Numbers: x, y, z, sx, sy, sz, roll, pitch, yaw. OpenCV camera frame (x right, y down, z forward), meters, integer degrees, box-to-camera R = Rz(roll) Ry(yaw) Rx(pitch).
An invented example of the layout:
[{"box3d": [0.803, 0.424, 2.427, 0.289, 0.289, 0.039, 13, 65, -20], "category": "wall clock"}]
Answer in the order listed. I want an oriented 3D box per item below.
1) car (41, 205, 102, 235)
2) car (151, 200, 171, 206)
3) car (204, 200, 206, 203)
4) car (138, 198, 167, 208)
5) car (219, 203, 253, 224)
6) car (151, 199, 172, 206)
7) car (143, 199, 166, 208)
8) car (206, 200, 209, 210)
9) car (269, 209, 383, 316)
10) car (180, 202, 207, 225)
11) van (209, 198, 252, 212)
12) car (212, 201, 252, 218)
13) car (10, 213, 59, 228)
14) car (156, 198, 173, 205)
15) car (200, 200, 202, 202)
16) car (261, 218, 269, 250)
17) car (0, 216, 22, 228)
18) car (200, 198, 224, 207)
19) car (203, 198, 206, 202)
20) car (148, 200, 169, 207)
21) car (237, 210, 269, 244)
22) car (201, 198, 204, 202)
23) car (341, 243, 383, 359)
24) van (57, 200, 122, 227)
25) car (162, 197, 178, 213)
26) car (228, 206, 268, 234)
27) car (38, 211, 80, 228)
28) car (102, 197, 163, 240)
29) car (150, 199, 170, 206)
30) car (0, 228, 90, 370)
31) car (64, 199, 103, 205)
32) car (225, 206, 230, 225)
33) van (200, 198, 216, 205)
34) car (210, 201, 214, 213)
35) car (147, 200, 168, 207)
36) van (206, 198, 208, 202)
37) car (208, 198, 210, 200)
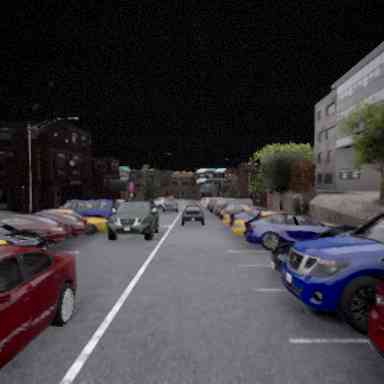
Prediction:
[{"box3d": [-7.516, 1.740, 20.185, 5.366, 1.575, 1.946, 0, -1, 0], "category": "car"}, {"box3d": [-7.776, 2.683, 83.579, 4.892, 1.521, 2.231, 0, -1, 0], "category": "car"}, {"box3d": [4.623, 2.230, 51.075, 4.792, 1.488, 2.163, 0, -1, 0], "category": "car"}, {"box3d": [-7.779, 2.171, 66.080, 5.566, 2.045, 2.435, 0, -1, 0], "category": "car"}, {"box3d": [4.810, 1.784, 23.140, 5.366, 1.575, 1.946, 0, -1, 0], "category": "car"}, {"box3d": [-7.958, 2.724, 86.641, 5.366, 1.575, 1.946, 0, -1, 0], "category": "car"}, {"box3d": [-7.723, 2.339, 68.891, 4.553, 1.767, 2.185, 0, -1, 0], "category": "car"}, {"box3d": [4.602, 2.036, 40.025, 5.008, 1.535, 2.097, 0, -1, 0], "category": "car"}, {"box3d": [4.615, 1.287, 6.384, 5.566, 2.045, 2.435, 0, -1, 0], "category": "car"}, {"box3d": [0.071, 1.884, 27.939, 1.837, 1.490, 4.892, 0, -1, 0], "category": "car"}, {"box3d": [4.493, 1.767, 37.110, 4.442, 1.987, 1.878, 0, -1, 0], "category": "van"}, {"box3d": [4.610, 1.912, 31.520, 4.892, 1.521, 2.231, 0, -1, 0], "category": "car"}, {"box3d": [-7.664, 1.649, 11.812, 4.792, 1.488, 2.163, 0, -1, 0], "category": "car"}, {"box3d": [-7.749, 2.684, 92.524, 4.553, 1.767, 2.185, 0, -1, 0], "category": "car"}, {"box3d": [0.026, 2.120, 44.133, 1.837, 1.490, 4.892, 0, -1, 0], "category": "car"}, {"box3d": [4.611, 1.609, 9.173, 4.792, 1.488, 2.163, 0, -1, 0], "category": "car"}, {"box3d": [-7.875, 1.575, 9.021, 5.366, 1.575, 1.946, 0, -1, 0], "category": "car"}, {"box3d": [4.540, 2.321, 76.217, 5.566, 2.045, 2.435, 0, -1, 0], "category": "car"}, {"box3d": [4.561, 2.116, 53.868, 4.553, 1.767, 2.185, 0, -1, 0], "category": "car"}, {"box3d": [-7.793, 2.626, 77.828, 4.792, 1.488, 2.163, 0, -1, 0], "category": "car"}, {"box3d": [4.664, 1.692, 14.760, 4.792, 1.488, 2.163, 0, -1, 0], "category": "car"}, {"box3d": [4.617, 2.031, 56.665, 5.566, 2.045, 2.435, 0, -1, 0], "category": "car"}, {"box3d": [4.645, 1.502, 3.646, 5.008, 1.535, 2.097, 0, -1, 0], "category": "car"}, {"box3d": [-7.824, 1.598, 25.644, 4.442, 1.987, 1.878, 0, -1, 0], "category": "van"}, {"box3d": [-3.087, 2.027, 48.102, 2.097, 1.767, 4.553, 0, -1, 0], "category": "car"}, {"box3d": [4.817, 1.701, 17.554, 5.366, 1.575, 1.946, 0, -1, 0], "category": "car"}, {"box3d": [-7.693, 1.701, 14.601, 4.674, 1.452, 2.002, 0, -1, 0], "category": "car"}, {"box3d": [-3.098, 1.465, 18.665, 2.150, 2.045, 5.566, 0, -1, 0], "category": "car"}, {"box3d": [-7.798, 2.514, 80.768, 4.553, 1.767, 2.185, 0, -1, 0], "category": "car"}, {"box3d": [-3.102, 1.510, 4.358, 1.882, 1.535, 5.008, 0, -1, 0], "category": "car"}, {"box3d": [-7.733, 1.532, 22.853, 5.566, 2.045, 2.435, 0, -1, 0], "category": "car"}, {"box3d": [4.657, 1.775, 20.347, 4.792, 1.488, 2.163, 0, -1, 0], "category": "car"}, {"box3d": [4.433, 2.588, 92.974, 4.442, 1.987, 1.878, 0, 0, 0], "category": "van"}, {"box3d": [4.619, 1.953, 34.314, 4.892, 1.521, 2.231, 0, -1, 0], "category": "car"}, {"box3d": [-7.758, 2.593, 74.889, 4.674, 1.452, 2.002, 0, -1, 0], "category": "car"}, {"box3d": [4.715, 1.933, 48.283, 4.442, 1.987, 1.878, 0, -1, 0], "category": "van"}, {"box3d": [4.635, 1.950, 42.696, 4.553, 1.767, 2.185, 0, -1, 0], "category": "car"}]
